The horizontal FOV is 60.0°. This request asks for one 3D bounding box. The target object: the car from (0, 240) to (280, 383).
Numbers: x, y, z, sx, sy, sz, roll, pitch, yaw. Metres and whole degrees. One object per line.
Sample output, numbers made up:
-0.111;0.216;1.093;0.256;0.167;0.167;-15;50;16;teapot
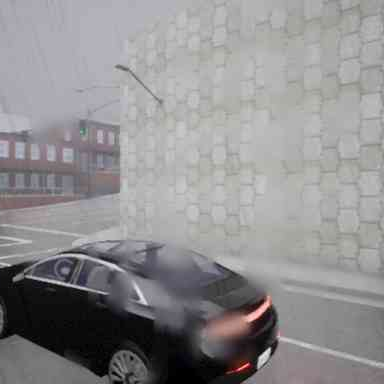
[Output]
-1.226;1.470;4.837;4.902;1.511;2.128;0;0;36;car
